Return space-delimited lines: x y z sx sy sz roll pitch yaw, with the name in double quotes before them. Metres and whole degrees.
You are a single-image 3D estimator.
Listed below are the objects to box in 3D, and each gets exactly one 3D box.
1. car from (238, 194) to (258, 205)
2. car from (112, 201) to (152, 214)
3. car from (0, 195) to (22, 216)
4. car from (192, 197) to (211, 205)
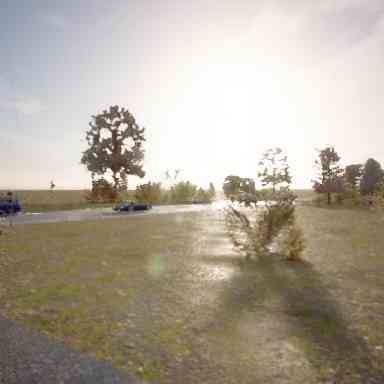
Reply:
"car" 10.640 1.374 63.231 2.150 2.045 5.566 1 0 30
"car" -6.557 1.668 37.184 1.895 1.301 4.718 0 0 34
"car" -19.001 1.340 31.203 2.150 2.045 5.566 0 1 34
"car" 1.780 1.685 62.227 1.994 1.385 4.181 0 0 34
